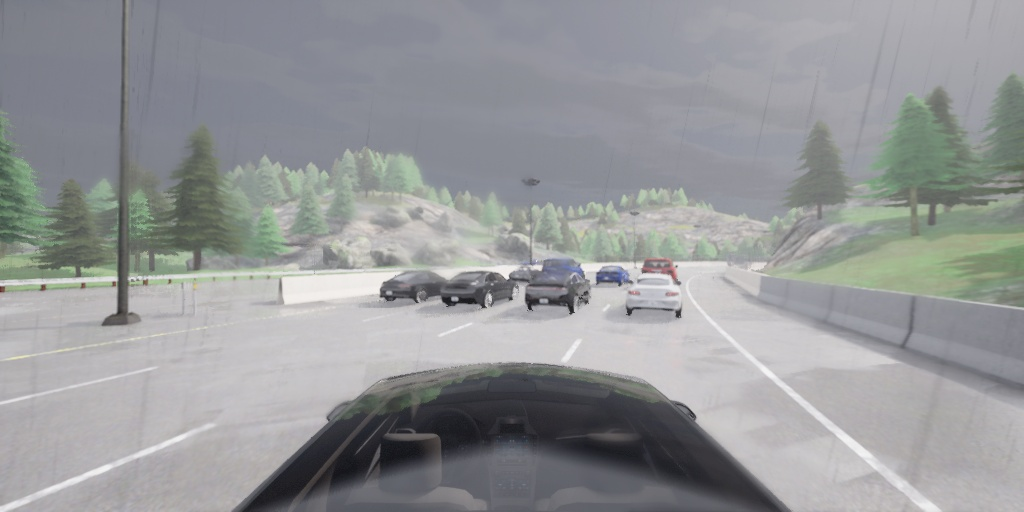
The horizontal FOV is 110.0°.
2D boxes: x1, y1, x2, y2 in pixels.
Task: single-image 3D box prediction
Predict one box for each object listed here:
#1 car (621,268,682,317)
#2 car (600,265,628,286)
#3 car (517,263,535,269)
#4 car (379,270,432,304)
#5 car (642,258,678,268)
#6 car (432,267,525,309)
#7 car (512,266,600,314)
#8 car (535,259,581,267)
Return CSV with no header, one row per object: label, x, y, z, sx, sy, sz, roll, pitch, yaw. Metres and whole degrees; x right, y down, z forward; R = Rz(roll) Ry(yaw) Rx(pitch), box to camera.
car,5.436,1.385,13.773,1.812,1.442,4.674,0,0,22
car,7.963,1.470,28.216,1.882,1.535,5.008,0,0,27
car,1.275,1.581,30.489,1.994,1.385,4.181,0,-1,26
car,-4.385,1.424,17.487,1.812,1.442,4.674,0,0,22
car,10.375,1.189,25.244,2.150,2.045,5.566,0,0,26
car,-1.263,1.389,15.883,1.837,1.490,4.892,0,0,22
car,2.011,1.362,14.645,2.128,1.511,4.902,0,0,22
car,4.038,1.219,28.219,2.150,2.045,5.566,0,0,26
